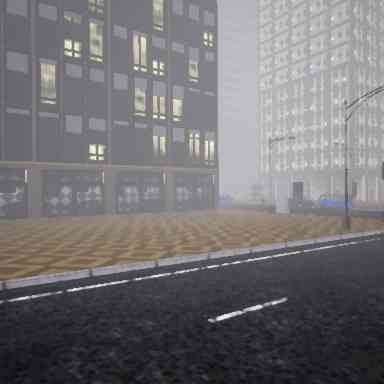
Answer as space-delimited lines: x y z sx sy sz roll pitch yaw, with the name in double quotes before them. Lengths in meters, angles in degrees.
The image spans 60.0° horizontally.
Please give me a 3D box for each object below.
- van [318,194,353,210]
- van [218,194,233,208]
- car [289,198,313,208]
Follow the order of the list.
"van" 16.966 1.181 39.495 1.690 1.788 3.998 0 0 -34
"van" 3.725 1.201 43.907 1.690 1.788 3.998 0 0 -34
"car" 13.788 1.359 44.032 1.887 1.381 4.507 0 0 -34
